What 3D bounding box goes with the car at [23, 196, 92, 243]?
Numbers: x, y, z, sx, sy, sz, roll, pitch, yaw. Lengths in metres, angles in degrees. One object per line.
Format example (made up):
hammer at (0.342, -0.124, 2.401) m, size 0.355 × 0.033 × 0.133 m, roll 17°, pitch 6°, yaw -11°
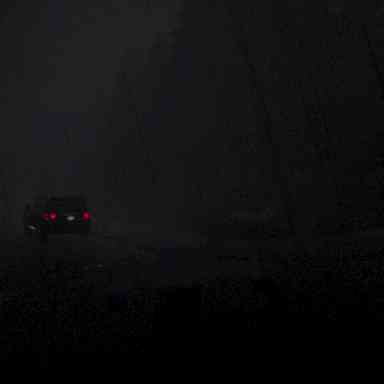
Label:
car at (-6.776, 1.214, 16.492) m, size 2.150 × 2.045 × 5.566 m, roll 0°, pitch 0°, yaw -36°
